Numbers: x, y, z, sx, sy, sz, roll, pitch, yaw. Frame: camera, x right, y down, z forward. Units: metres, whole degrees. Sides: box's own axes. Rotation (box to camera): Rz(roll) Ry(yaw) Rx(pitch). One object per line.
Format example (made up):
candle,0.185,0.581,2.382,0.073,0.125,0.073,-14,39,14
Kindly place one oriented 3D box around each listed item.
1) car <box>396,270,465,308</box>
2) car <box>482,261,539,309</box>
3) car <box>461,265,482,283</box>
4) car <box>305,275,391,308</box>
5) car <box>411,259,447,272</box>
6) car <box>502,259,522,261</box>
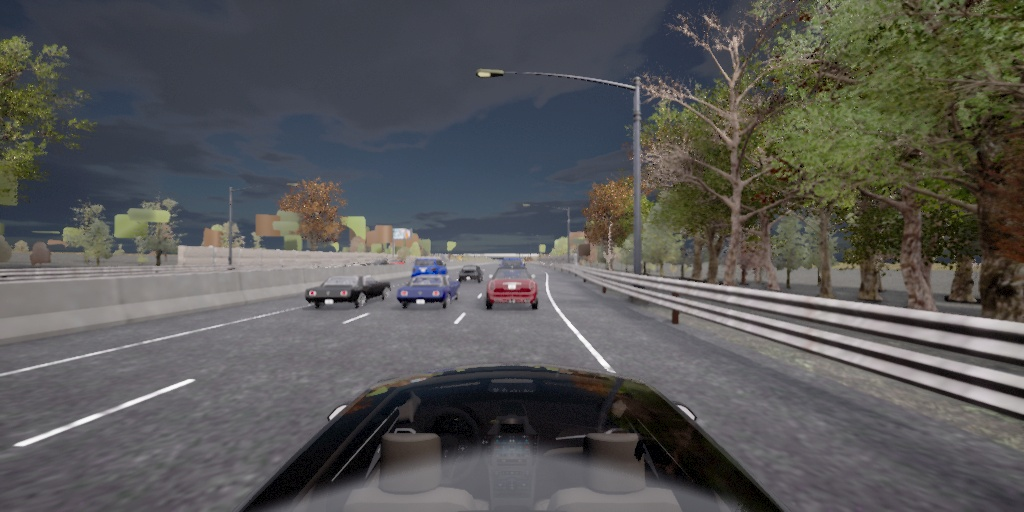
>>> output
car,-3.495,1.486,15.957,1.895,1.301,4.718,0,-1,0
car,0.006,1.235,15.926,2.097,1.767,4.553,0,-1,0
car,-3.489,1.545,31.159,1.837,1.490,4.892,0,0,0
car,-6.995,1.486,15.958,1.895,1.301,4.718,0,-1,0
car,-6.992,1.251,30.868,2.150,2.045,5.566,0,0,0
car,0.008,1.251,30.861,2.150,2.045,5.566,0,0,0
